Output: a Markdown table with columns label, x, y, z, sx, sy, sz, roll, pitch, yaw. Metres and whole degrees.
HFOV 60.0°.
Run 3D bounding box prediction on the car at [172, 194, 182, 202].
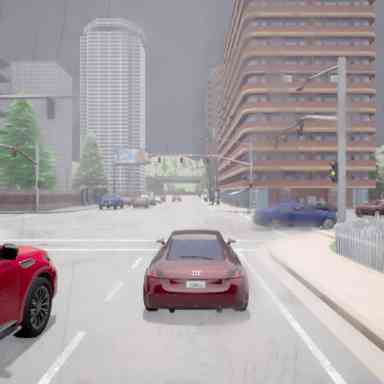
| label | x | y | z | sx | sy | sz | roll | pitch | yaw |
| --- | --- | --- | --- | --- | --- | --- | --- | --- | --- |
| car | -3.513 | 1.355 | 77.652 | 2.097 | 1.767 | 4.553 | 0 | 0 | 0 |

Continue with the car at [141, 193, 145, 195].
| label | x | y | z | sx | sy | sz | roll | pitch | yaw |
| --- | --- | --- | --- | --- | --- | --- | --- | --- | --- |
| car | -10.554 | 1.505 | 64.206 | 1.837 | 1.490 | 4.892 | 0 | 0 | 0 |

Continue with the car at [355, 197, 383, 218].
| label | x | y | z | sx | sy | sz | roll | pitch | yaw |
| --- | --- | --- | --- | --- | --- | --- | --- | --- | --- |
| car | 16.573 | 1.422 | 29.026 | 5.008 | 1.535 | 1.882 | 0 | 0 | -20 |

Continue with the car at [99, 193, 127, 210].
| label | x | y | z | sx | sy | sz | roll | pitch | yaw |
| --- | --- | --- | --- | --- | --- | --- | --- | --- | --- |
| car | -10.583 | 1.221 | 44.018 | 2.150 | 2.045 | 5.566 | 0 | 0 | 2 |

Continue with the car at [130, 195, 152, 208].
| label | x | y | z | sx | sy | sz | roll | pitch | yaw |
| --- | --- | --- | --- | --- | --- | --- | --- | --- | --- |
| car | -7.090 | 1.526 | 46.873 | 1.812 | 1.442 | 4.674 | 0 | 0 | -1 |

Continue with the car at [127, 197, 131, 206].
| label | x | y | z | sx | sy | sz | roll | pitch | yaw |
| --- | --- | --- | --- | --- | --- | --- | --- | --- | --- |
| car | -10.599 | 1.526 | 53.773 | 1.812 | 1.442 | 4.674 | 0 | 0 | 0 |

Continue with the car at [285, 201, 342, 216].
| label | x | y | z | sx | sy | sz | roll | pitch | yaw |
| --- | --- | --- | --- | --- | --- | --- | --- | --- | --- |
| car | 11.418 | 1.545 | 31.297 | 4.718 | 1.301 | 1.895 | 0 | 0 | -12 |

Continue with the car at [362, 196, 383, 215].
| label | x | y | z | sx | sy | sz | roll | pitch | yaw |
| --- | --- | --- | --- | --- | --- | --- | --- | --- | --- |
| car | 19.860 | 1.297 | 34.142 | 4.553 | 1.767 | 2.097 | 0 | 0 | -27 |

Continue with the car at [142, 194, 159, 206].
| label | x | y | z | sx | sy | sz | roll | pitch | yaw |
| --- | --- | --- | --- | --- | --- | --- | --- | --- | --- |
| car | -7.097 | 1.526 | 55.730 | 1.812 | 1.442 | 4.674 | 0 | 0 | 0 |

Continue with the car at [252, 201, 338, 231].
| label | x | y | z | sx | sy | sz | roll | pitch | yaw |
| --- | --- | --- | --- | --- | --- | --- | --- | --- | --- |
| car | 6.133 | 1.435 | 19.869 | 5.008 | 1.535 | 1.882 | -1 | 0 | -3 |

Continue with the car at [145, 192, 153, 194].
| label | x | y | z | sx | sy | sz | roll | pitch | yaw |
| --- | --- | --- | --- | --- | --- | --- | --- | --- | --- |
| car | -10.512 | 1.225 | 74.734 | 2.150 | 2.045 | 5.566 | 0 | 0 | 0 |

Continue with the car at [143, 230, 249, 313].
| label | x | y | z | sx | sy | sz | roll | pitch | yaw |
| --- | --- | --- | --- | --- | --- | --- | --- | --- | --- |
| car | 0.092 | 1.564 | 7.738 | 1.994 | 1.385 | 4.181 | 0 | 0 | 1 |

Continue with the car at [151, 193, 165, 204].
| label | x | y | z | sx | sy | sz | roll | pitch | yaw |
| --- | --- | --- | --- | --- | --- | --- | --- | --- | --- |
| car | -7.044 | 1.526 | 65.993 | 1.812 | 1.442 | 4.674 | 0 | 0 | 0 |

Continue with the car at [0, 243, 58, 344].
| label | x | y | z | sx | sy | sz | roll | pitch | yaw |
| --- | --- | --- | --- | --- | --- | --- | --- | --- | --- |
| car | -3.432 | 1.221 | 3.462 | 2.150 | 2.045 | 5.566 | 0 | 0 | 0 |
